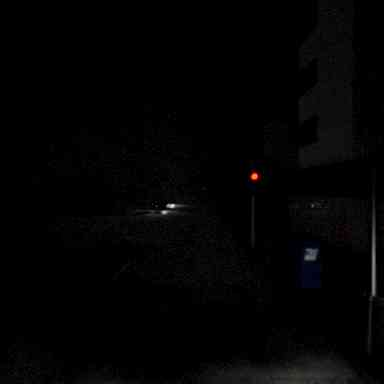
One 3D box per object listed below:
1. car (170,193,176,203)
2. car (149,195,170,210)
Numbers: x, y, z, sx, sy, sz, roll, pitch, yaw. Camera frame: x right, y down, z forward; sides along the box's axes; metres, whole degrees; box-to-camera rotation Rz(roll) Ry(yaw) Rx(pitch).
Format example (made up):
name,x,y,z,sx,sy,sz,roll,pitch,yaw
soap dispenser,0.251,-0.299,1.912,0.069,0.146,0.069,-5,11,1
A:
name,x,y,z,sx,sy,sz,roll,pitch,yaw
car,-4.041,1.333,62.494,2.128,1.511,4.902,0,0,0
car,-4.114,1.400,41.113,1.837,1.490,4.892,0,0,0
